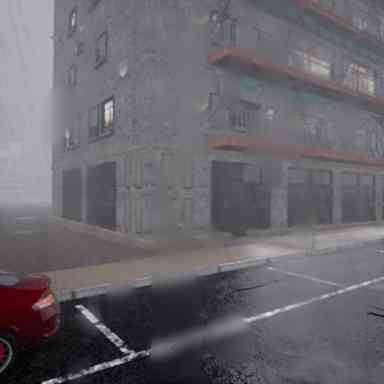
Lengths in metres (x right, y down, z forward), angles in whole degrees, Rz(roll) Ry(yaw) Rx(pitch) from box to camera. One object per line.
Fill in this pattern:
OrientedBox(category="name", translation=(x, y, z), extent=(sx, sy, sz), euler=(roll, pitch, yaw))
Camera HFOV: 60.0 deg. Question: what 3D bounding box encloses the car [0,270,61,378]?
OrientedBox(category="car", translation=(-3.771, 1.584, 3.859), extent=(4.206, 1.307, 1.802), euler=(0, 1, -35))
